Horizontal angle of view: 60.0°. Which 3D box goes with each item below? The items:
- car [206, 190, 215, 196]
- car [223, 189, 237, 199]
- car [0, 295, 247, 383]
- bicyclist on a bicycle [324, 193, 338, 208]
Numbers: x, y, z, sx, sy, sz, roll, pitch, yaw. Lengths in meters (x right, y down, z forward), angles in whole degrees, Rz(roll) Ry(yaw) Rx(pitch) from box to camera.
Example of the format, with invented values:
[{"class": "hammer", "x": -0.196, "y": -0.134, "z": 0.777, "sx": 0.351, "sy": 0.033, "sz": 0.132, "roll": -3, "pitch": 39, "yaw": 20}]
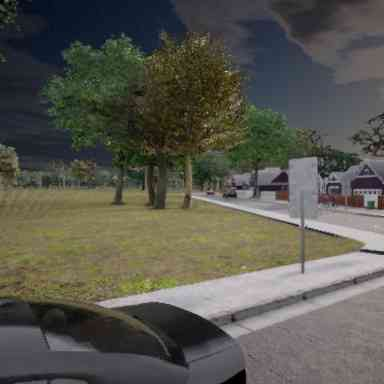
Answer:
[{"class": "car", "x": 5.289, "y": 0.218, "z": 94.445, "sx": 1.882, "sy": 1.535, "sz": 5.008, "roll": -1, "pitch": 1, "yaw": -6}, {"class": "car", "x": 7.965, "y": 0.380, "z": 69.839, "sx": 2.150, "sy": 2.045, "sz": 5.566, "roll": -1, "pitch": 1, "yaw": -6}, {"class": "car", "x": -1.893, "y": 1.481, "z": 1.682, "sx": 5.008, "sy": 1.535, "sz": 1.882, "roll": 0, "pitch": 0, "yaw": -35}, {"class": "bicyclist on a bicycle", "x": 14.752, "y": 0.911, "z": 35.272, "sx": 1.656, "sy": 1.620, "sz": 0.582, "roll": -1, "pitch": 1, "yaw": -6}]
